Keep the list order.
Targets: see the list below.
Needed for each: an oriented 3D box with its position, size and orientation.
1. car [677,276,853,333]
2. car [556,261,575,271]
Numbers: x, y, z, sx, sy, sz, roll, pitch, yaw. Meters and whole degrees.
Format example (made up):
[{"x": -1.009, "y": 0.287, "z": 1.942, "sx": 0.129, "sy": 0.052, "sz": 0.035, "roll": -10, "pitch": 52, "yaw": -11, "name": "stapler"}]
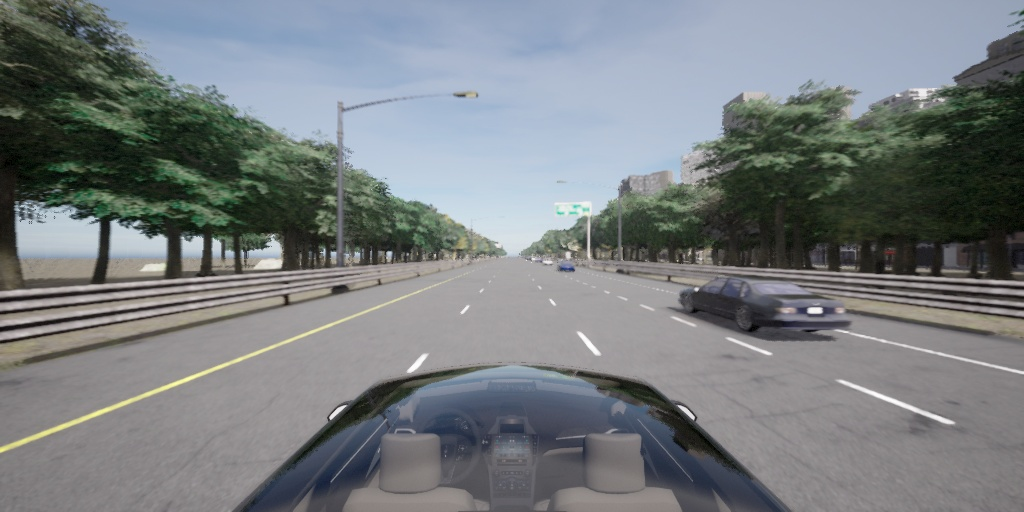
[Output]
[{"x": 7.000, "y": 1.303, "z": 10.790, "sx": 2.033, "sy": 1.411, "sz": 5.357, "roll": 0, "pitch": 0, "yaw": 0, "name": "car"}, {"x": 7.088, "y": 1.313, "z": 47.821, "sx": 1.994, "sy": 1.385, "sz": 4.181, "roll": 0, "pitch": 0, "yaw": 0, "name": "car"}]
